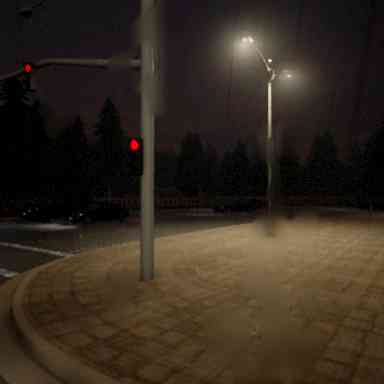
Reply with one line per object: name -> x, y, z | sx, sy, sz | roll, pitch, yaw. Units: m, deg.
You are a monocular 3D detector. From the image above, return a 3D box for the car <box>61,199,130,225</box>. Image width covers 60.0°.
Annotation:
car -> -6.567, 1.477, 23.805 | 1.812, 1.442, 4.674 | 0, 0, 39

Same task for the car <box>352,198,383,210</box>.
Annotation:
car -> 22.839, 1.444, 40.665 | 5.008, 1.535, 1.882 | 0, 0, -5

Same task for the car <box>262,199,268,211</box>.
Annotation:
car -> 6.841, 1.455, 39.549 | 4.892, 1.490, 1.837 | 0, -1, -26

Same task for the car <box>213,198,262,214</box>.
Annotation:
car -> 4.419, 1.428, 34.224 | 5.008, 1.535, 1.882 | 0, 0, -32

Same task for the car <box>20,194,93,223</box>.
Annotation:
car -> -9.928, 1.174, 25.233 | 2.150, 2.045, 5.566 | 0, 0, 38
